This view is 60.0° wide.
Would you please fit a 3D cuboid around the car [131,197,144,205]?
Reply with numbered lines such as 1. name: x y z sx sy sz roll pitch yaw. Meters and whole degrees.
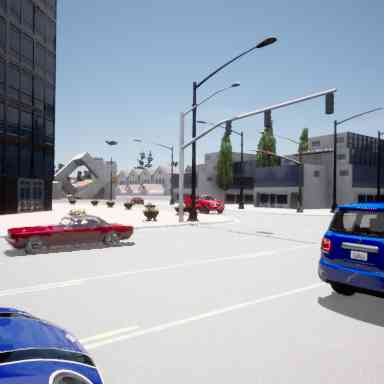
1. car: -10.272 1.646 62.296 1.882 1.535 5.008 1 0 -20

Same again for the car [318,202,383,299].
1. car: 5.179 1.239 7.497 5.566 2.045 2.150 0 0 -35

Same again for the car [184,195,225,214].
1. car: 1.267 1.314 36.702 2.150 2.045 5.566 1 -1 -35

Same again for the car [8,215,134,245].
1. car: -4.854 1.611 13.431 4.718 1.301 1.895 0 0 -36

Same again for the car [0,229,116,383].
1. car: -2.747 1.352 1.783 4.553 1.767 2.097 0 0 -35
